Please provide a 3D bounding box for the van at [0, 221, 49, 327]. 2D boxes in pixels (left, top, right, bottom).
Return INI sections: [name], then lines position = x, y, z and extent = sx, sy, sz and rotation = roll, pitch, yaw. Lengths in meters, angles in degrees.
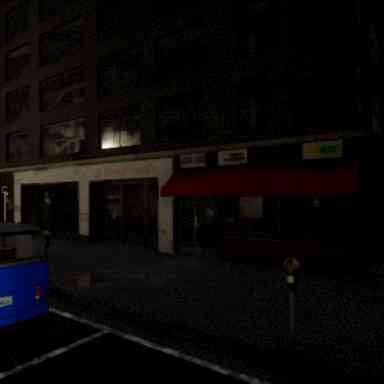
[van]
position = -4.245, 1.366, 5.898
extent = 3.998, 1.788, 1.690
rotation = 0, -1, 36
